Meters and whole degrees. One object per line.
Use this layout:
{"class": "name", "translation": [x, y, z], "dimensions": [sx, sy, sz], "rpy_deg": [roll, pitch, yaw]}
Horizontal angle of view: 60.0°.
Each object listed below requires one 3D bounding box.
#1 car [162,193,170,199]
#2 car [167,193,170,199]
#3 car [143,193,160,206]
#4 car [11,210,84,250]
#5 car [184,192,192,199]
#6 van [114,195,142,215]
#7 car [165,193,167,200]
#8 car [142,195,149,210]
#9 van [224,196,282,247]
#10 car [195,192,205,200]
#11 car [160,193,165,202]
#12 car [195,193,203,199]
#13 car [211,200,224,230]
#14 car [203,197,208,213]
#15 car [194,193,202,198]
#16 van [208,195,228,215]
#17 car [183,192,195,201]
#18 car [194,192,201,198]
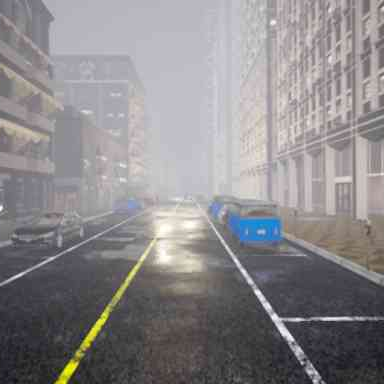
{"class": "car", "translation": [-6.782, 1.012, 87.402], "dimensions": [1.887, 1.381, 4.507], "rpy_deg": [0, 0, -1]}
{"class": "car", "translation": [-6.637, 1.061, 75.935], "dimensions": [1.752, 1.417, 4.829], "rpy_deg": [0, 0, -1]}
{"class": "car", "translation": [-6.284, 1.028, 47.863], "dimensions": [2.192, 1.841, 5.009], "rpy_deg": [0, 0, -1]}
{"class": "car", "translation": [-5.853, 1.493, 13.977], "dimensions": [2.008, 1.369, 4.403], "rpy_deg": [0, 0, -1]}
{"class": "car", "translation": [-0.982, 0.810, 78.651], "dimensions": [1.837, 1.490, 4.892], "rpy_deg": [0, 0, -1]}
{"class": "van", "translation": [-6.069, 1.167, 30.919], "dimensions": [1.690, 1.788, 3.998], "rpy_deg": [0, 0, -1]}
{"class": "car", "translation": [-6.496, 1.155, 64.809], "dimensions": [2.008, 1.369, 4.403], "rpy_deg": [0, 0, -1]}
{"class": "car", "translation": [-6.139, 1.370, 36.569], "dimensions": [1.802, 1.307, 4.206], "rpy_deg": [0, 0, -1]}
{"class": "van", "translation": [2.525, 1.221, 14.081], "dimensions": [1.690, 1.788, 3.998], "rpy_deg": [0, 0, -1]}
{"class": "car", "translation": [1.812, 1.089, 70.562], "dimensions": [1.802, 1.307, 4.206], "rpy_deg": [0, 0, -1]}
{"class": "car", "translation": [-6.424, 1.206, 59.161], "dimensions": [1.947, 1.339, 4.313], "rpy_deg": [0, 0, -1]}
{"class": "car", "translation": [1.669, 1.005, 81.858], "dimensions": [1.947, 1.339, 4.313], "rpy_deg": [0, 0, -1]}
{"class": "car", "translation": [2.455, 1.391, 19.730], "dimensions": [2.008, 1.369, 4.403], "rpy_deg": [0, 0, -1]}
{"class": "car", "translation": [2.312, 1.329, 31.026], "dimensions": [1.947, 1.339, 4.313], "rpy_deg": [0, 0, -1]}
{"class": "car", "translation": [1.597, 0.987, 87.507], "dimensions": [1.802, 1.307, 4.206], "rpy_deg": [0, 0, -1]}
{"class": "van", "translation": [2.383, 1.143, 25.377], "dimensions": [1.690, 1.788, 3.998], "rpy_deg": [0, 0, -1]}
{"class": "car", "translation": [-0.854, 1.129, 68.682], "dimensions": [1.895, 1.301, 4.718], "rpy_deg": [0, 0, -1]}
{"class": "car", "translation": [1.525, 0.813, 93.153], "dimensions": [1.967, 1.590, 4.097], "rpy_deg": [0, 0, -1]}
